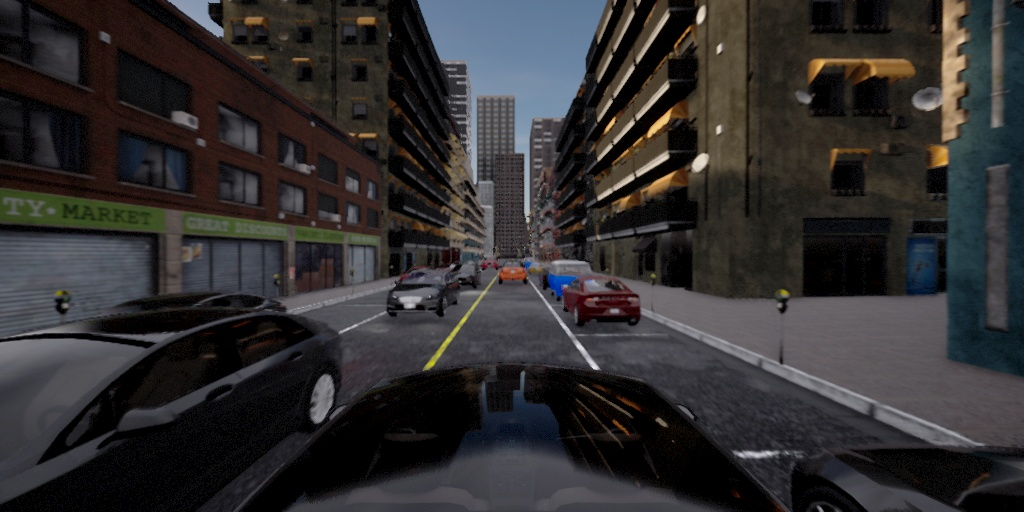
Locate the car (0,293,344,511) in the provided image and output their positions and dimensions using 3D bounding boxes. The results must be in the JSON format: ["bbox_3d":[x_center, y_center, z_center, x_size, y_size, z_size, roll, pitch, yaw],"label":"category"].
[{"bbox_3d":[-3.099,1.259,2.788,1.837,1.490,4.892,0,0,0],"label":"car"}]

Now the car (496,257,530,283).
[{"bbox_3d":[0.060,1.129,27.870,2.097,1.767,4.553,0,0,0],"label":"car"}]

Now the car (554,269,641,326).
[{"bbox_3d":[2.676,1.303,11.576,1.888,1.381,4.507,0,0,0],"label":"car"}]

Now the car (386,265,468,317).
[{"bbox_3d":[-3.105,1.255,13.377,2.128,1.511,4.902,0,0,0],"label":"car"}]

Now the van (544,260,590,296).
[{"bbox_3d":[2.668,1.104,17.100,1.690,1.789,3.998,0,0,0],"label":"van"}]

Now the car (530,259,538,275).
[{"bbox_3d":[2.634,1.315,39.363,1.751,1.417,4.829,0,0,0],"label":"car"}]

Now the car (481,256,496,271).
[{"bbox_3d":[-3.144,1.030,52.229,2.150,2.045,5.566,0,0,0],"label":"car"}]

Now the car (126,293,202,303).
[{"bbox_3d":[-5.697,1.323,6.053,1.948,1.339,4.313,0,0,0],"label":"car"}]

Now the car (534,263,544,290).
[{"bbox_3d":[2.659,1.335,22.623,1.948,1.339,4.313,0,0,0],"label":"car"}]

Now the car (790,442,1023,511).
[{"bbox_3d":[2.692,1.313,0.530,1.948,1.339,4.313,0,0,0],"label":"car"}]

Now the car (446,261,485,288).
[{"bbox_3d":[-3.079,1.279,23.813,1.837,1.490,4.892,0,0,0],"label":"car"}]
